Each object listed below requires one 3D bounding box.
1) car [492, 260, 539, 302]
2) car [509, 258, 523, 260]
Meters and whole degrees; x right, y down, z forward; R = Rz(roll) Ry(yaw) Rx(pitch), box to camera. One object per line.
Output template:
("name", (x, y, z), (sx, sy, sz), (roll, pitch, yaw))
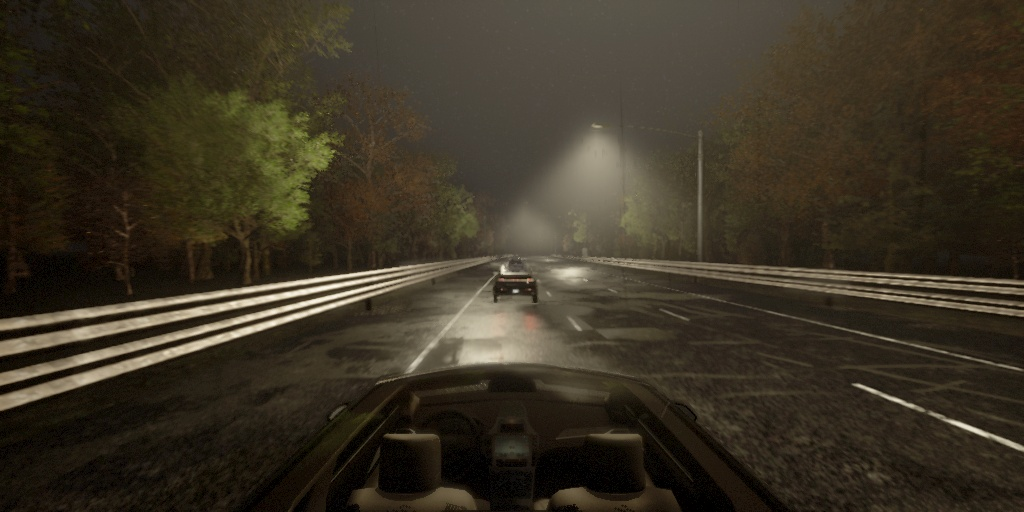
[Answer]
("car", (0.152, 1.109, 16.022), (2.128, 1.511, 4.902), (0, 1, 0))
("car", (0.551, 0.895, 46.719), (1.994, 1.385, 4.181), (0, 1, 2))
